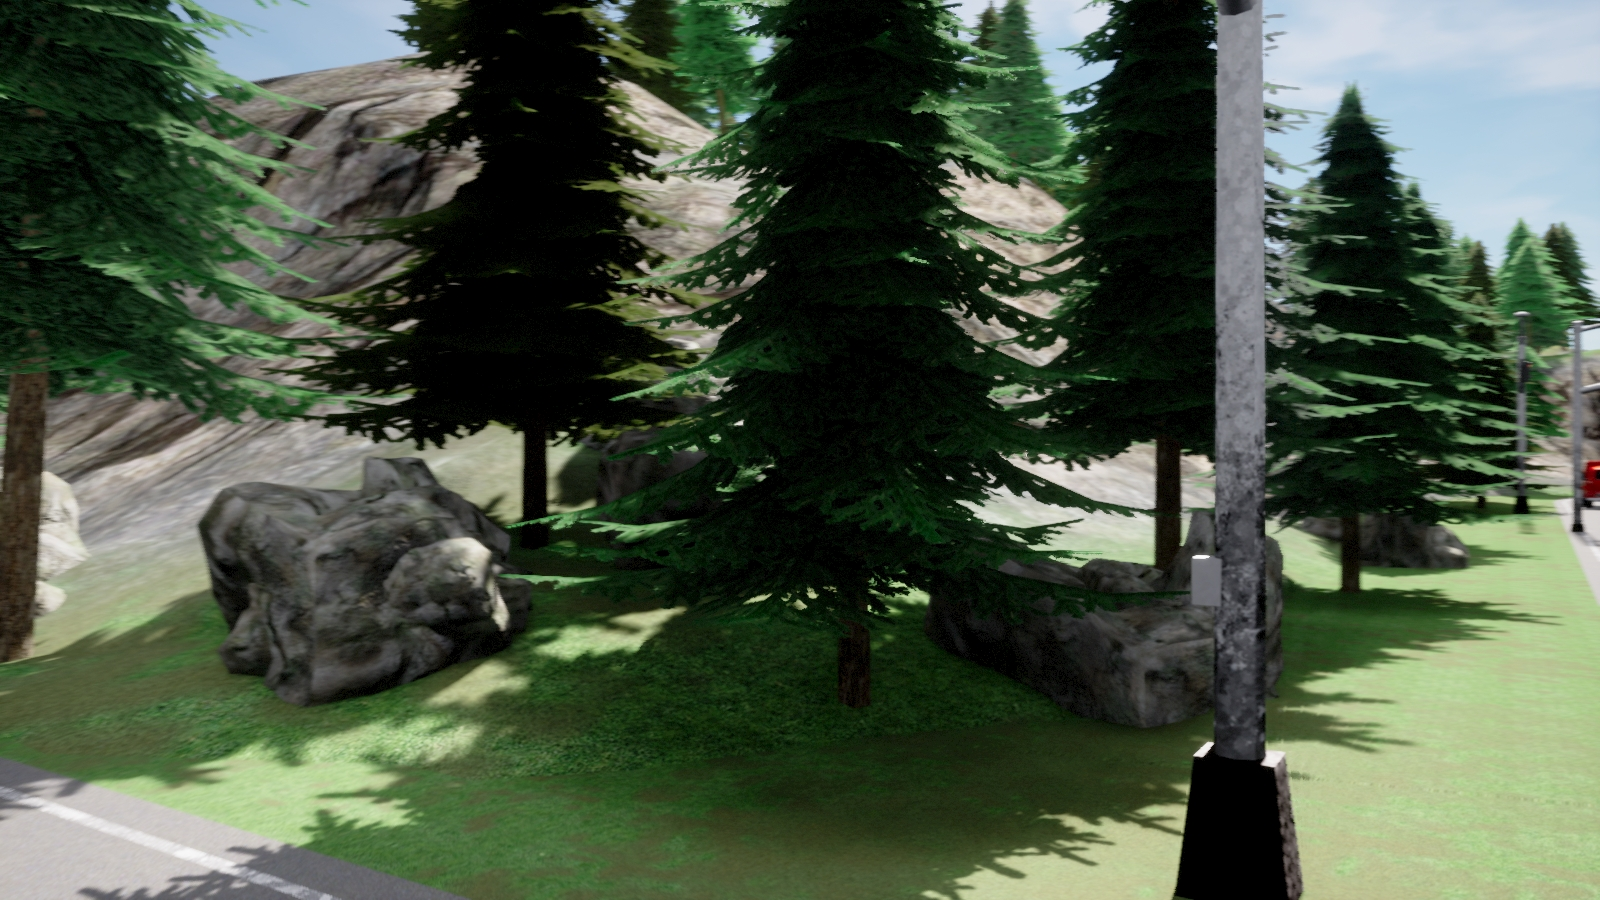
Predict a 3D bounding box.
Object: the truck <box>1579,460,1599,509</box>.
[{"bbox_3d":[42.678,1.778,60.211,2.627,2.467,5.204,0,0,34],"label":"truck"}]
